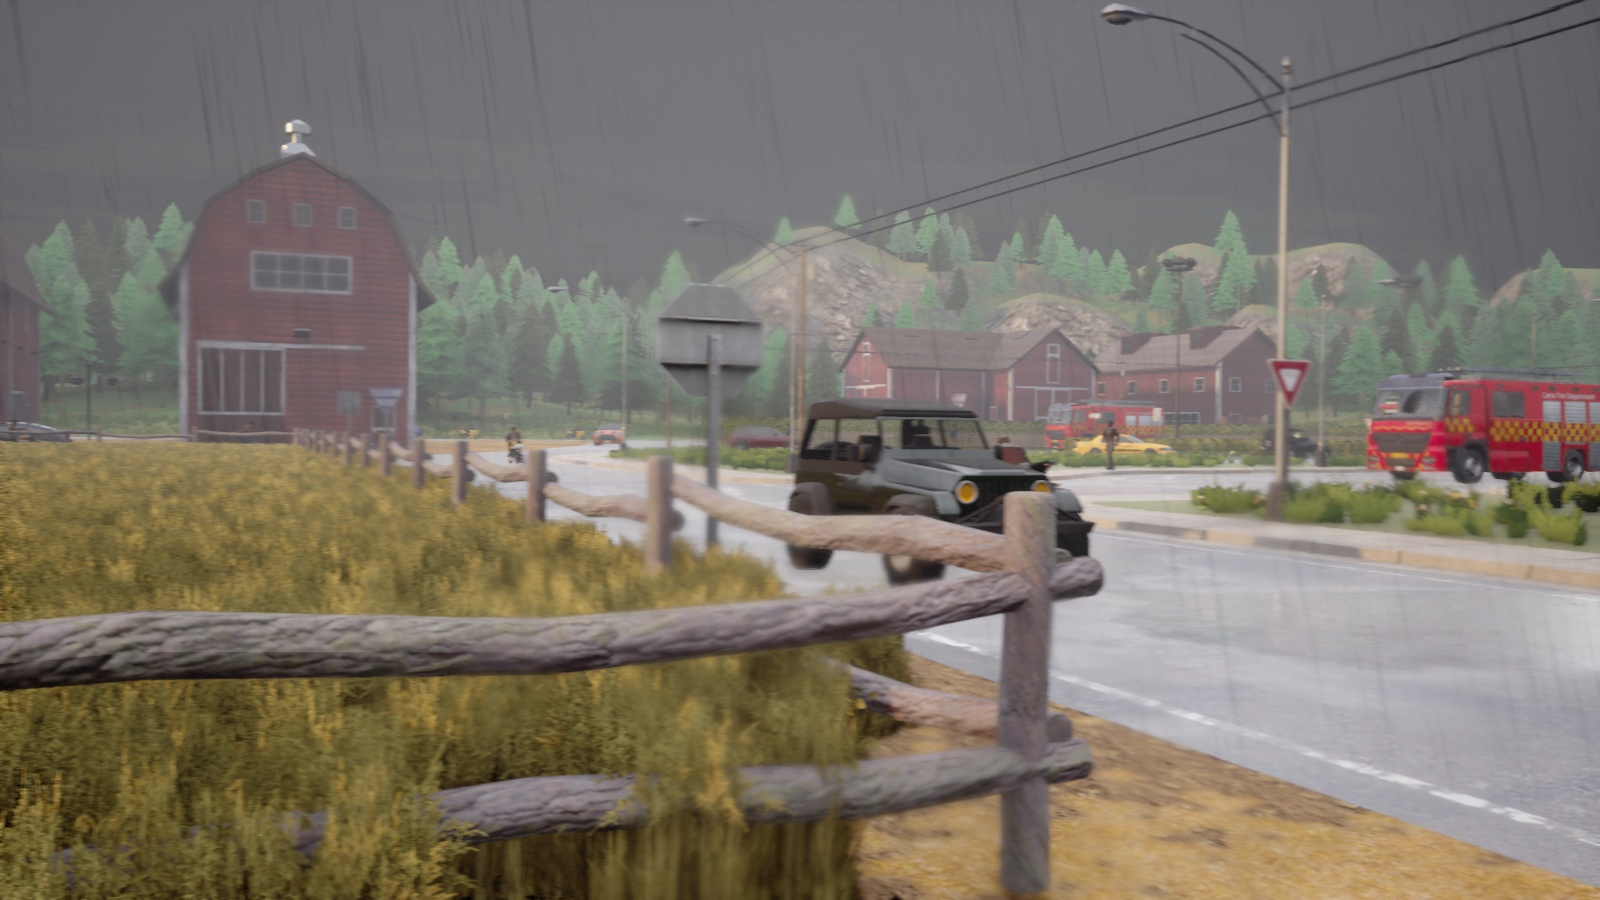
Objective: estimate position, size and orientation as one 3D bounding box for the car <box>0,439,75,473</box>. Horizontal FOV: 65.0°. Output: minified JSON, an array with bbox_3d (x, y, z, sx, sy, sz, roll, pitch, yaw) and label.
[{"bbox_3d":[-34.719,0.260,55.350,4.674,1.442,1.812,-1,1,-27],"label":"car"}]

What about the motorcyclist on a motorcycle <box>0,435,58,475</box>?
[{"bbox_3d":[-32.468,0.208,52.558,2.350,1.649,0.766,-1,1,-27],"label":"motorcyclist on a motorcycle"}]

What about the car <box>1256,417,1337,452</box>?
[{"bbox_3d":[27.327,-0.859,69.101,3.866,1.878,1.905,-1,1,-22],"label":"car"}]

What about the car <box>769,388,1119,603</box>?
[{"bbox_3d":[1.314,0.359,13.112,1.905,1.878,3.866,-1,1,-24],"label":"car"}]

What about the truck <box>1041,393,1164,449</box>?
[{"bbox_3d":[21.519,-2.096,89.300,8.468,3.827,2.891,-1,1,-24],"label":"truck"}]

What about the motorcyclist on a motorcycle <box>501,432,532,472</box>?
[{"bbox_3d":[-11.156,0.067,49.424,0.797,1.523,2.044,-1,1,-24],"label":"motorcyclist on a motorcycle"}]

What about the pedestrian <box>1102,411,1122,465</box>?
[{"bbox_3d":[11.203,-0.423,45.064,0.666,1.930,0.402,-2,1,-43],"label":"pedestrian"}]

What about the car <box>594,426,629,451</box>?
[{"bbox_3d":[-13.849,-0.892,92.456,2.097,1.767,4.553,-1,1,-3],"label":"car"}]

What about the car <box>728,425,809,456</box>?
[{"bbox_3d":[-1.905,-0.591,75.255,4.553,1.767,2.097,-1,1,-10],"label":"car"}]

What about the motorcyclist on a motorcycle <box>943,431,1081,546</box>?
[{"bbox_3d":[2.984,0.499,17.949,0.866,1.530,2.191,-1,1,-24],"label":"motorcyclist on a motorcycle"}]

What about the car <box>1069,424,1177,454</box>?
[{"bbox_3d":[17.492,-0.592,68.143,5.366,1.575,1.801,0,1,28],"label":"car"}]

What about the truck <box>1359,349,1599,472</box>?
[{"bbox_3d":[23.053,-1.321,42.232,8.468,3.827,2.891,-1,1,-25],"label":"truck"}]
